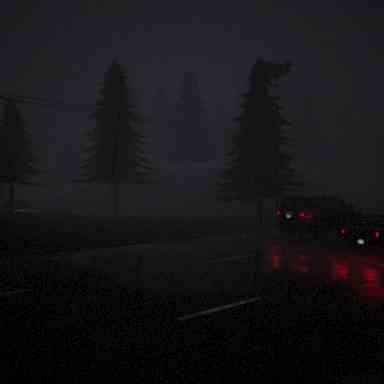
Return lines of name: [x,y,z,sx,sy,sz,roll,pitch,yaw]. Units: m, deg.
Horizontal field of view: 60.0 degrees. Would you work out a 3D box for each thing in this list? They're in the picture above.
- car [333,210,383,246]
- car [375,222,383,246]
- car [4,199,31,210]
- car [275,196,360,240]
car: [8.218,1.587,13.915,4.718,1.301,1.895,0,0,-35]
car: [7.420,1.537,9.058,5.357,1.411,2.033,0,0,-35]
car: [-22.393,1.544,42.443,2.033,1.411,5.357,0,0,-45]
car: [6.714,1.207,17.140,5.566,2.045,2.150,0,0,-35]
